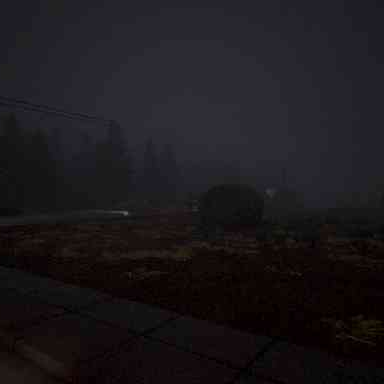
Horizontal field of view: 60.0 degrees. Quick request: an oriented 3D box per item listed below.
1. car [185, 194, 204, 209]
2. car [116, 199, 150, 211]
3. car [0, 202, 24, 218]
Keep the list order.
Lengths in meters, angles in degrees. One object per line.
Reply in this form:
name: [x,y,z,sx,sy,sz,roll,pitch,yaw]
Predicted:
car: [1.364,1.248,46.191,2.150,2.045,5.566,0,0,38]
car: [-7.149,1.552,40.864,1.812,1.442,4.674,0,0,36]
car: [-16.679,1.552,27.999,1.812,1.442,4.674,0,0,37]
